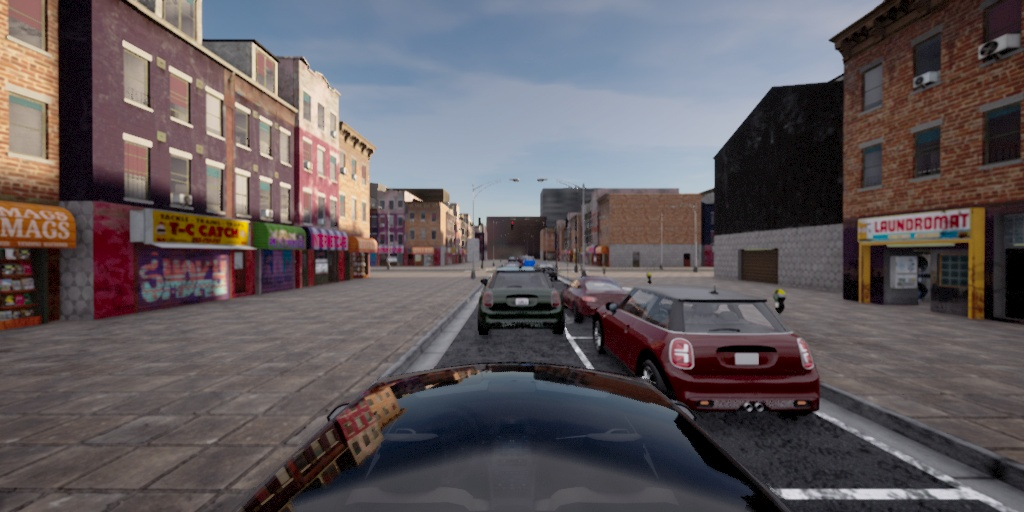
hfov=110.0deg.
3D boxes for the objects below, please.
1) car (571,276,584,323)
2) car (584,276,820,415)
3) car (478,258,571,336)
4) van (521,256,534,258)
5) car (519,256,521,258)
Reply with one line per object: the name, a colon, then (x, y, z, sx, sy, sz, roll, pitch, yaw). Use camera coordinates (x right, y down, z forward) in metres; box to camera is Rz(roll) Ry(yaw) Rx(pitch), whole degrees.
car: (2.645, 1.289, 11.651, 1.802, 1.307, 4.207, 0, 0, 0)
car: (2.641, 1.171, 5.971, 1.967, 1.591, 4.097, 0, 0, 0)
car: (0.153, 1.064, 10.395, 2.097, 1.767, 4.553, 0, 0, -2)
van: (2.680, 0.932, 55.690, 1.690, 1.789, 3.998, 0, 0, 0)
car: (2.684, 1.020, 61.165, 1.967, 1.591, 4.097, 0, 0, 0)
